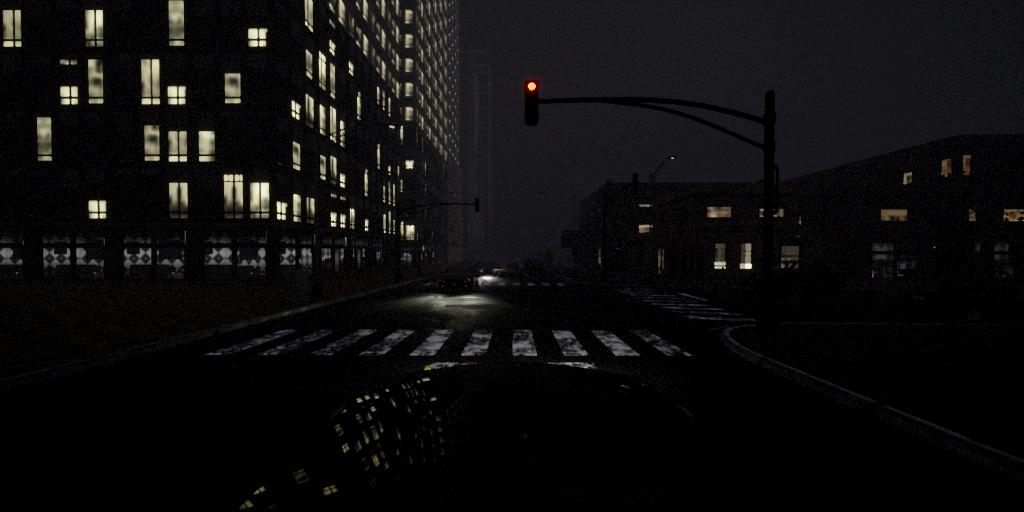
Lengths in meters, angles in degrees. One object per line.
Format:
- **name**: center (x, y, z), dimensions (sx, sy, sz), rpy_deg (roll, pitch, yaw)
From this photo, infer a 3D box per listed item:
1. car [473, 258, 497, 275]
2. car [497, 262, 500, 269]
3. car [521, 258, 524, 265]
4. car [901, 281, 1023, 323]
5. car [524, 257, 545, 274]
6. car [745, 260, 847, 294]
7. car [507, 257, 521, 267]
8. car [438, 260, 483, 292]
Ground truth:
- **car**: center (-3.021, 1.234, 38.347), dimensions (2.128, 1.511, 4.902), rpy_deg (0, 0, 0)
- **car**: center (-2.971, 1.302, 55.787), dimensions (1.994, 1.385, 4.181), rpy_deg (0, 0, 0)
- **car**: center (2.798, 1.053, 52.619), dimensions (2.192, 1.841, 5.009), rpy_deg (0, 0, 0)
- **car**: center (16.434, 1.549, 12.641), dimensions (4.313, 1.339, 1.948), rpy_deg (0, 0, 1)
- **car**: center (2.774, 1.181, 41.331), dimensions (1.967, 1.591, 4.097), rpy_deg (0, 0, 0)
- **car**: center (16.559, 1.166, 21.019), dimensions (5.009, 1.841, 2.192), rpy_deg (0, 0, 1)
- **car**: center (0.133, 1.301, 63.834), dimensions (1.994, 1.385, 4.181), rpy_deg (0, 0, 0)
- **car**: center (-3.058, 1.222, 21.294), dimensions (1.882, 1.535, 5.008), rpy_deg (0, 0, 0)
